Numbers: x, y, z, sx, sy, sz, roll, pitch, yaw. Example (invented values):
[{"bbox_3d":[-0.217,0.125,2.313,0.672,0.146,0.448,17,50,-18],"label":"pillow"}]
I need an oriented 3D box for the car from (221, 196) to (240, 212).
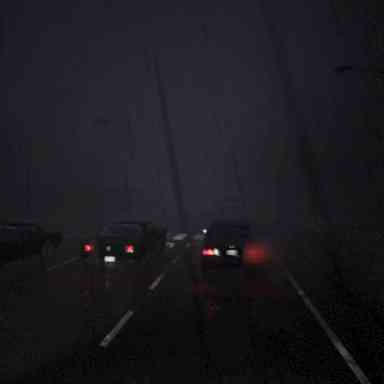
[{"bbox_3d":[4.876,1.579,41.890,2.150,2.045,5.566,0,-1,7],"label":"car"}]

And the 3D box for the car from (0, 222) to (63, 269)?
[{"bbox_3d":[-6.020,1.655,10.312,1.895,1.301,4.718,0,0,7],"label":"car"}]

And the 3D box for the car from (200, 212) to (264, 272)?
[{"bbox_3d":[1.297,1.644,11.153,2.033,1.411,5.357,0,0,6],"label":"car"}]

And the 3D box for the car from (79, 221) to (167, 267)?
[{"bbox_3d":[-2.142,1.686,11.864,1.895,1.301,4.718,0,0,6],"label":"car"}]
